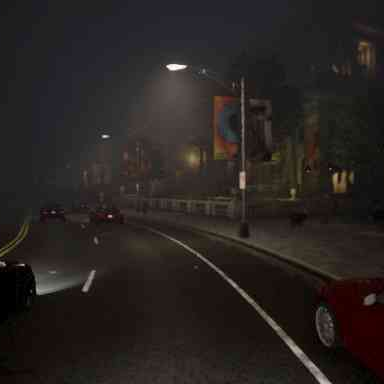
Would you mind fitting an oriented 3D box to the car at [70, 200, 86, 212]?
[{"bbox_3d":[-13.449,1.646,39.832,2.033,1.411,5.357,0,0,-25],"label":"car"}]

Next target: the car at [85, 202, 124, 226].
[{"bbox_3d":[-6.336,1.613,24.337,1.994,1.385,4.181,0,0,-24],"label":"car"}]

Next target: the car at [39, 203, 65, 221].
[{"bbox_3d":[-11.722,1.629,27.884,2.033,1.411,5.357,0,0,-25],"label":"car"}]

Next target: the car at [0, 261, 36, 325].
[{"bbox_3d":[-3.987,1.589,5.044,1.994,1.385,4.181,0,0,-6],"label":"car"}]
